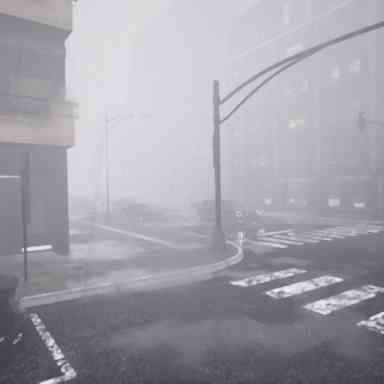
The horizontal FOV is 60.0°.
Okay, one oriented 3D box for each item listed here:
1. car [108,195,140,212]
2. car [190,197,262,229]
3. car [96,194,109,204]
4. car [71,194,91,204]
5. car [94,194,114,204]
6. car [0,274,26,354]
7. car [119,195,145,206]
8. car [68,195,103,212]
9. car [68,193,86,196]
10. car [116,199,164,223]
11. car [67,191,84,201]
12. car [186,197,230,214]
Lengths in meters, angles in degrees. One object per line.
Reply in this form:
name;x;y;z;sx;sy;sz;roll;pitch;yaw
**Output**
car;-6.411;1.302;33.443;2.128;1.511;4.902;-1;1;-35
car;2.219;1.230;21.041;2.097;1.767;4.553;-1;1;-36
car;-13.449;1.021;49.132;2.097;1.767;4.553;-1;1;-34
car;-19.176;1.130;57.315;1.837;1.490;4.892;-1;1;-35
car;-14.866;1.111;55.820;1.752;1.417;4.829;-1;1;-35
car;-4.237;1.559;3.552;4.403;1.369;2.008;0;-1;-35
car;-8.396;1.162;46.477;1.752;1.417;4.829;-1;1;-35
car;-11.950;1.387;36.894;2.008;1.369;4.403;-1;1;-35
car;-15.186;1.251;41.565;1.967;1.590;4.097;-1;1;-35
car;-3.681;1.450;24.728;1.887;1.381;4.507;-1;1;-35
car;-24.477;0.828;69.693;2.192;1.841;5.009;-1;1;-35
car;1.490;1.256;32.385;1.887;1.381;4.507;-1;1;-35
